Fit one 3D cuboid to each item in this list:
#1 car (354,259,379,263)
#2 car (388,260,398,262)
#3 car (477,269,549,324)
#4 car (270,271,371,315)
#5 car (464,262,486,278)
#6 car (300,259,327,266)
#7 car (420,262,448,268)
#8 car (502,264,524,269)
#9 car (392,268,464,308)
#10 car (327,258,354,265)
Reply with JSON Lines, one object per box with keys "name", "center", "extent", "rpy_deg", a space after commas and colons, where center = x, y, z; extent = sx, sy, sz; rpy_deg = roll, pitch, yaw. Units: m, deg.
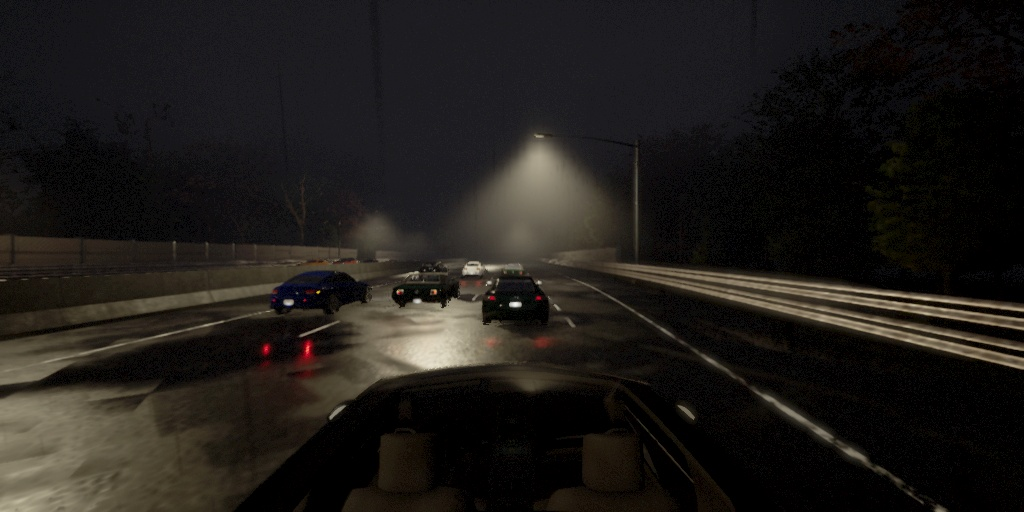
{"name": "car", "center": [-21.079, 1.238, 53.109], "extent": [1.837, 1.490, 4.892], "rpy_deg": [0, 0, 0]}
{"name": "car", "center": [-17.581, 1.298, 53.179], "extent": [1.994, 1.385, 4.181], "rpy_deg": [0, 0, 0]}
{"name": "car", "center": [0.094, 1.304, 11.887], "extent": [1.994, 1.385, 4.181], "rpy_deg": [0, 0, 0]}
{"name": "car", "center": [-6.905, 1.264, 13.391], "extent": [1.812, 1.442, 4.674], "rpy_deg": [0, 0, 0]}
{"name": "car", "center": [-3.428, 1.257, 32.774], "extent": [1.812, 1.442, 4.674], "rpy_deg": [0, 0, 0]}
{"name": "car", "center": [-28.075, 1.211, 51.100], "extent": [1.882, 1.535, 5.008], "rpy_deg": [0, 0, 1]}
{"name": "car", "center": [-6.914, 1.236, 31.758], "extent": [1.837, 1.490, 4.892], "rpy_deg": [0, 0, 0]}
{"name": "car", "center": [0.087, 1.333, 30.194], "extent": [1.895, 1.301, 4.718], "rpy_deg": [0, 0, 0]}
{"name": "car", "center": [-3.405, 1.339, 15.135], "extent": [1.895, 1.301, 4.718], "rpy_deg": [0, 0, 0]}
{"name": "car", "center": [-24.575, 1.086, 52.704], "extent": [2.097, 1.767, 4.553], "rpy_deg": [0, 0, 0]}
